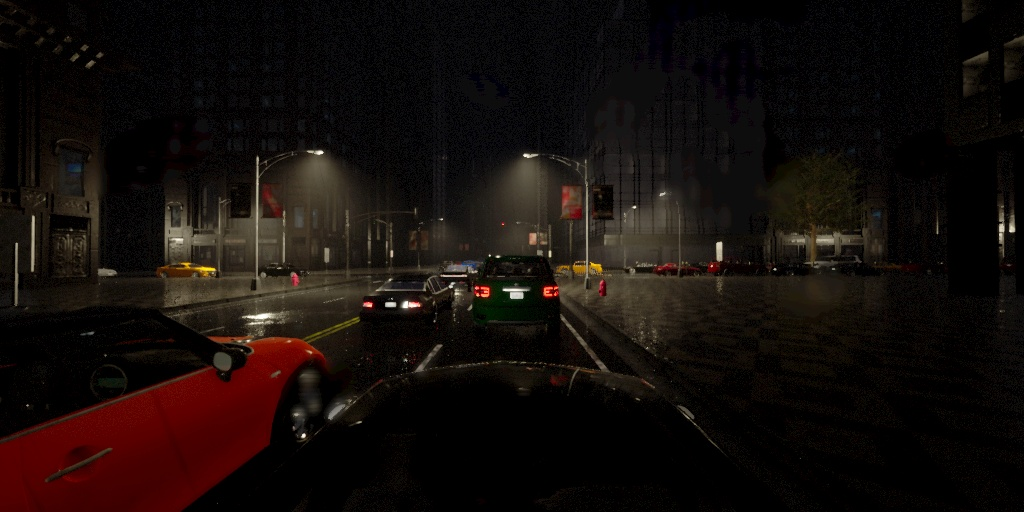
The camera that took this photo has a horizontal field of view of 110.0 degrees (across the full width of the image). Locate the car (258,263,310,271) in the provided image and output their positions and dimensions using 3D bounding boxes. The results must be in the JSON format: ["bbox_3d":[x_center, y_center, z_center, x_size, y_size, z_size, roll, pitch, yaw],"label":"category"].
[{"bbox_3d":[-22.563,1.426,35.440,4.892,1.490,1.837,0,-1,0],"label":"car"}]

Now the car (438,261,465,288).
[{"bbox_3d":[-3.126,1.276,21.474,2.128,1.511,4.902,0,0,0],"label":"car"}]

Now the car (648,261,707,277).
[{"bbox_3d":[15.363,1.322,33.357,4.207,1.307,1.802,0,0,-1],"label":"car"}]

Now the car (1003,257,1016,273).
[{"bbox_3d":[49.191,0.967,33.832,5.009,1.841,2.192,0,0,-1],"label":"car"}]

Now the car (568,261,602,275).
[{"bbox_3d":[7.308,1.319,39.475,5.008,1.535,1.882,0,-1,5],"label":"car"}]

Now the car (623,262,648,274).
[{"bbox_3d":[15.245,1.406,41.881,4.313,1.339,1.948,0,0,-1],"label":"car"}]

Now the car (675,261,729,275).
[{"bbox_3d":[20.729,1.296,39.209,4.892,1.490,1.837,0,-1,-1],"label":"car"}]

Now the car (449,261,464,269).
[{"bbox_3d":[-9.724,1.561,63.200,1.812,1.442,4.674,0,0,1],"label":"car"}]

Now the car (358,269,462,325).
[{"bbox_3d":[-3.122,1.305,11.737,2.033,1.411,5.357,0,0,0],"label":"car"}]

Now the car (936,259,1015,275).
[{"bbox_3d":[43.552,1.208,33.753,4.507,1.381,1.888,0,0,-1],"label":"car"}]

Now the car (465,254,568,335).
[{"bbox_3d":[0.113,0.977,10.654,2.150,2.045,5.566,0,0,0],"label":"car"}]

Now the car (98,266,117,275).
[{"bbox_3d":[-42.077,1.537,35.491,4.674,1.442,1.812,0,-1,0],"label":"car"}]

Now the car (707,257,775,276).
[{"bbox_3d":[21.002,1.035,33.436,5.009,1.841,2.192,0,0,-1],"label":"car"}]

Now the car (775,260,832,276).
[{"bbox_3d":[26.639,1.270,33.515,4.313,1.339,1.948,0,0,-1],"label":"car"}]

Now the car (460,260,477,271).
[{"bbox_3d":[-6.511,1.449,53.894,1.882,1.535,5.008,0,0,0],"label":"car"}]

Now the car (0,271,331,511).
[{"bbox_3d":[-3.147,1.102,2.326,2.097,1.767,4.553,0,0,0],"label":"car"}]

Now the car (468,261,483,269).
[{"bbox_3d":[-6.465,1.589,64.056,2.033,1.411,5.357,0,0,1],"label":"car"}]

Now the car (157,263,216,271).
[{"bbox_3d":[-32.078,1.443,35.466,5.008,1.535,1.882,0,-1,0],"label":"car"}]

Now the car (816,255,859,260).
[{"bbox_3d":[35.080,0.969,39.406,5.566,2.045,2.150,0,-1,0],"label":"car"}]

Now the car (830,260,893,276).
[{"bbox_3d":[32.276,1.254,33.594,4.313,1.339,1.948,0,0,-1],"label":"car"}]

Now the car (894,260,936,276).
[{"bbox_3d":[42.563,1.173,36.369,5.008,1.535,1.882,0,-1,0],"label":"car"}]
